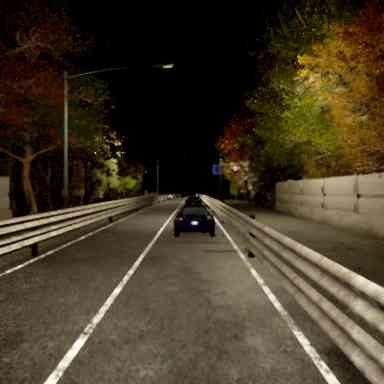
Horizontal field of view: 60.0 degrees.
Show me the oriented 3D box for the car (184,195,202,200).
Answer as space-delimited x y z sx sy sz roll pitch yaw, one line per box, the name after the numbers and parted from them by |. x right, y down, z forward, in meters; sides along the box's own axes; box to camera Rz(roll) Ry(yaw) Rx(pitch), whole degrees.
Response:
0.158 1.056 38.430 2.128 1.511 4.902 0 0 0 | car

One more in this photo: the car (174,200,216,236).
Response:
0.126 1.319 16.824 1.994 1.385 4.181 0 1 0 | car
